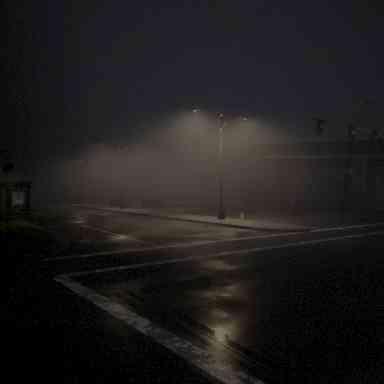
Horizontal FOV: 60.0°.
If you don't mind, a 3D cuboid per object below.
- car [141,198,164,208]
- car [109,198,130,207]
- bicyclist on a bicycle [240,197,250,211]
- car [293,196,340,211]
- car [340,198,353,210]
[{"bbox_3d":[-5.950,1.564,49.606,1.994,1.385,4.181,0,0,-35],"label":"car"},{"bbox_3d":[-11.125,1.564,50.712,1.994,1.385,4.181,0,0,-35],"label":"car"},{"bbox_3d":[6.289,1.430,39.750,1.656,1.620,0.582,-6,-7,-37],"label":"bicyclist on a bicycle"},{"bbox_3d":[13.867,1.295,38.113,2.242,1.667,4.611,0,0,-35],"label":"car"},{"bbox_3d":[18.130,1.456,42.039,1.970,1.475,3.806,0,0,-35],"label":"car"}]
